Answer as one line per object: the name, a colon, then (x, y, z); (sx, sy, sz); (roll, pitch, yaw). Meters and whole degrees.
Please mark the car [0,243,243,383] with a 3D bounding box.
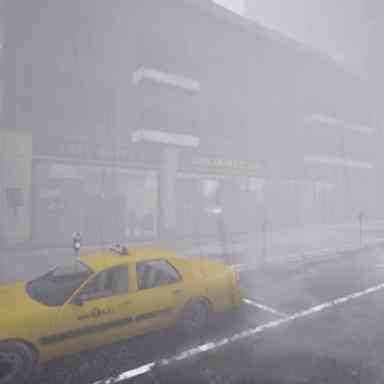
car: (-1.365, 1.517, 5.099); (4.829, 1.417, 1.752); (0, 2, -35)
